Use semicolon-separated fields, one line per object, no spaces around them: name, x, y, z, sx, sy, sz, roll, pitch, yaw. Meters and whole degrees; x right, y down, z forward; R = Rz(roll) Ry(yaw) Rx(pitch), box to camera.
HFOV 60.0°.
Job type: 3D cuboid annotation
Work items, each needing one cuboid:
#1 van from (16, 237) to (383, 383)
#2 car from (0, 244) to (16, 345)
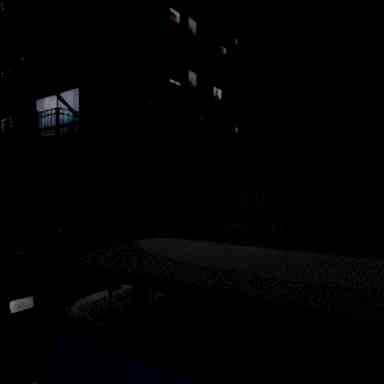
van;0.590;1.341;2.457;3.998;1.788;1.690;0;0;36
car;-3.998;1.565;5.730;4.313;1.339;1.947;0;0;36
